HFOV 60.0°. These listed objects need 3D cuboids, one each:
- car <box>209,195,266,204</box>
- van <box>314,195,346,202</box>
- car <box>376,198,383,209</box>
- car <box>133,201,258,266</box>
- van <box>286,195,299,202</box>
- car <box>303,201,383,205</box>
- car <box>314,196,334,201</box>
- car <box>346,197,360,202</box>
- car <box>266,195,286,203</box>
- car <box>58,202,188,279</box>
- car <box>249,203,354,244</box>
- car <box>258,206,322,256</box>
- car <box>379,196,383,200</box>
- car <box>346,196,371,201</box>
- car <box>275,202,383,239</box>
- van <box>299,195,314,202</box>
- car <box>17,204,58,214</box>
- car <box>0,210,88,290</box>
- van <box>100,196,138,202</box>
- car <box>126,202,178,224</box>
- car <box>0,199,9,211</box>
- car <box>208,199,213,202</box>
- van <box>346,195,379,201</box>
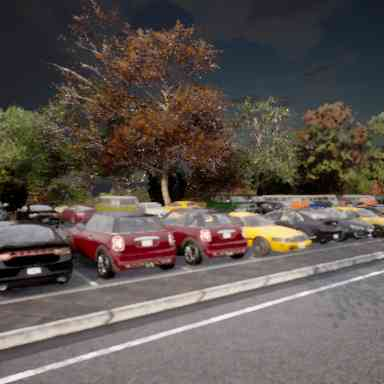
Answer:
[{"bbox_3d":[3.667,1.283,30.831,2.435,2.045,5.566,0,0,-35],"label":"car"},{"bbox_3d":[15.014,1.353,38.800,1.878,1.987,4.442,0,0,-36],"label":"van"},{"bbox_3d":[30.840,1.764,49.957,1.946,1.575,5.366,1,0,-35],"label":"car"},{"bbox_3d":[-0.140,1.367,12.072,2.185,1.767,4.553,0,0,-35],"label":"car"},{"bbox_3d":[8.233,1.325,33.968,1.878,1.987,4.442,0,0,-35],"label":"van"},{"bbox_3d":[8.999,1.523,18.380,1.946,1.575,5.366,0,0,-35],"label":"car"},{"bbox_3d":[12.677,1.567,37.277,2.097,1.535,5.008,0,0,-35],"label":"car"},{"bbox_3d":[17.177,1.622,40.506,2.163,1.488,4.792,0,0,-35],"label":"car"},{"bbox_3d":[5.925,1.291,32.436,2.435,2.045,5.566,0,0,-35],"label":"car"},{"bbox_3d":[-2.403,1.358,10.463,2.185,1.767,4.553,0,0,-35],"label":"car"},{"bbox_3d":[4.370,1.510,15.309,2.231,1.521,4.892,0,0,-35],"label":"car"},{"bbox_3d":[2.212,1.498,13.554,1.946,1.575,5.366,0,0,-35],"label":"car"},{"bbox_3d":[23.978,1.700,45.270,2.163,1.488,4.792,1,0,-35],"label":"car"},{"bbox_3d":[19.328,1.642,42.035,2.163,1.488,4.792,1,0,-35],"label":"car"},{"bbox_3d":[6.626,1.518,16.928,2.231,1.521,4.892,0,0,-35],"label":"car"},{"bbox_3d":[10.356,1.333,35.764,1.878,1.987,4.442,0,0,-35],"label":"van"},{"bbox_3d":[-9.894,1.485,21.217,2.097,1.535,5.008,0,0,-35],"label":"car"},{"bbox_3d":[-4.681,1.476,8.875,2.097,1.535,5.008,0,0,-35],"label":"car"},{"bbox_3d":[-5.551,1.275,24.455,1.878,1.987,4.442,0,0,-35],"label":"van"},{"bbox_3d":[-3.227,1.549,25.967,2.002,1.452,4.674,0,0,-35],"label":"car"},{"bbox_3d":[-12.240,1.225,19.522,2.435,2.045,5.566,0,0,-35],"label":"car"},{"bbox_3d":[-0.863,1.518,27.638,2.097,1.535,5.008,0,0,-35],"label":"car"},{"bbox_3d":[21.537,1.413,43.713,1.878,1.987,4.442,1,0,-35],"label":"van"}]
